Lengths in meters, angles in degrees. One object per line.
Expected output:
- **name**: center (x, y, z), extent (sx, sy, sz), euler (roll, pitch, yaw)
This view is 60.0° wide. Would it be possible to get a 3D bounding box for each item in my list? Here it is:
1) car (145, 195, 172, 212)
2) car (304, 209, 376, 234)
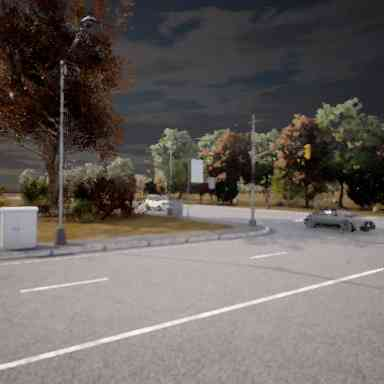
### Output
- **car**: center (-3.975, 1.427, 42.143), extent (2.150, 2.045, 5.566), euler (1, 0, -33)
- **car**: center (9.297, 1.777, 21.178), extent (1.994, 1.385, 4.181), euler (1, 0, -32)
